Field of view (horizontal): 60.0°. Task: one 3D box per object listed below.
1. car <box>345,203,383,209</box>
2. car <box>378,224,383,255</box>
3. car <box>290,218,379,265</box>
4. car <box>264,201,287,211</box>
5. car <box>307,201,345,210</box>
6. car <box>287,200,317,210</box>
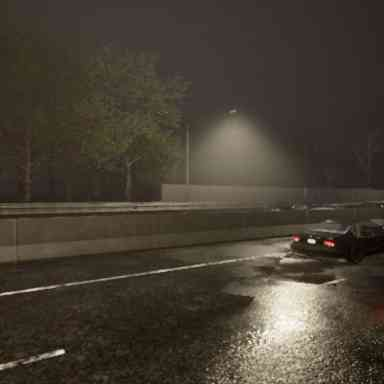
[{"bbox_3d":[18.147,1.925,34.138,4.892,1.490,1.837,1,-1,-35],"label":"car"},{"bbox_3d":[7.283,1.608,8.957,5.008,1.535,1.882,0,0,-35],"label":"car"},{"bbox_3d":[5.938,1.688,12.290,5.357,1.411,2.033,1,0,-35],"label":"car"},{"bbox_3d":[11.104,1.909,41.806,4.892,1.490,1.837,1,-1,-37],"label":"car"},{"bbox_3d":[15.135,2.005,36.291,4.718,1.301,1.895,1,-1,-35],"label":"car"},{"bbox_3d":[13.983,1.770,39.764,4.553,1.767,2.097,1,-1,-35],"label":"car"}]
